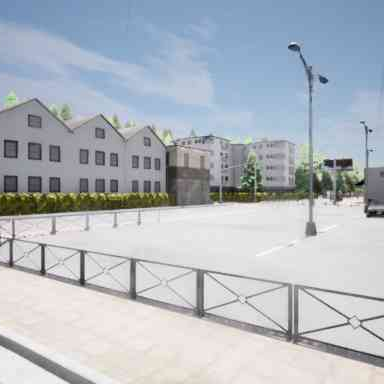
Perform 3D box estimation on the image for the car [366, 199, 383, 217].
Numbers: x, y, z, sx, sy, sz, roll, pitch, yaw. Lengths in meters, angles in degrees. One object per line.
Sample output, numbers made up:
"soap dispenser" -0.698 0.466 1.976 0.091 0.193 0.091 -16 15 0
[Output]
"car" 15.364 1.298 26.852 2.007 1.523 4.514 0 0 35
